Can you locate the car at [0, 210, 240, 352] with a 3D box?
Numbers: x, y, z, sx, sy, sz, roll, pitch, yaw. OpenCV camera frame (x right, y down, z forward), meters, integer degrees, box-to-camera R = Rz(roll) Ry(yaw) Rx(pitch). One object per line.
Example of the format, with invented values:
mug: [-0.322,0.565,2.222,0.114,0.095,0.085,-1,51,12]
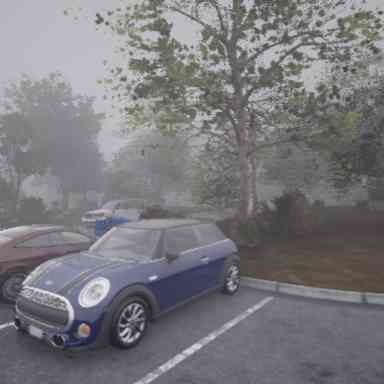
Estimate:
car: [-0.883,1.356,6.480,2.185,1.767,4.553,0,0,35]

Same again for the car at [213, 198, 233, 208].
car: [3.512,1.326,37.781,1.837,1.490,4.892,-3,-1,35]

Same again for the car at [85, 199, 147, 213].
car: [-5.560,1.598,25.093,2.150,2.045,5.566,-3,-1,35]
